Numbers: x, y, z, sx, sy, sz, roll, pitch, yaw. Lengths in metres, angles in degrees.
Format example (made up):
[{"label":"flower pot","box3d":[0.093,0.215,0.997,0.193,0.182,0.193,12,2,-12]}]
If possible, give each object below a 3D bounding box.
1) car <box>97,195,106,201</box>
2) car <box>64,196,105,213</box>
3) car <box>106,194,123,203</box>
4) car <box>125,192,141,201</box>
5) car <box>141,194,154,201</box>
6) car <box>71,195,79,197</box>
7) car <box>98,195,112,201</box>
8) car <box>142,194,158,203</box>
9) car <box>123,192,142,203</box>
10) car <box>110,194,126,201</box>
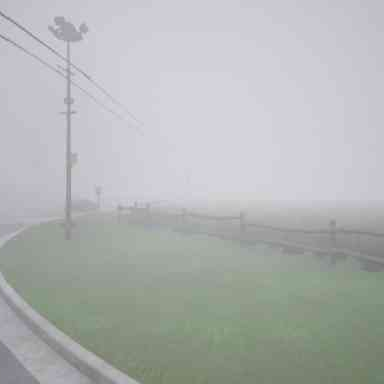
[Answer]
[{"label":"car","box3d":[-18.578,1.363,67.945,1.882,1.535,5.008,0,0,7]},{"label":"car","box3d":[-11.766,1.494,36.002,2.033,1.411,5.357,0,0,8]},{"label":"car","box3d":[-15.103,1.413,67.530,1.837,1.490,4.892,0,0,7]},{"label":"car","box3d":[-13.865,0.957,77.906,2.150,2.045,5.566,0,0,7]},{"label":"car","box3d":[-10.393,1.214,77.462,1.882,1.535,5.008,0,0,7]},{"label":"car","box3d":[-22.393,1.403,64.677,1.837,1.490,4.892,0,-1,7]},{"label":"car","box3d":[-20.738,1.412,79.392,1.812,1.442,4.674,0,0,7]},{"label":"car","box3d":[-8.103,1.482,67.115,1.994,1.385,4.181,0,0,7]},{"label":"car","box3d":[-11.628,1.391,67.116,1.882,1.535,5.008,0,0,7]},{"label":"car","box3d":[-17.344,1.266,78.291,2.033,1.411,5.357,0,0,7]}]
